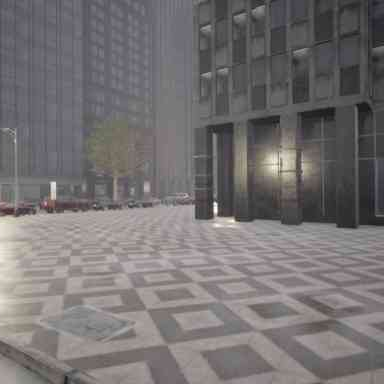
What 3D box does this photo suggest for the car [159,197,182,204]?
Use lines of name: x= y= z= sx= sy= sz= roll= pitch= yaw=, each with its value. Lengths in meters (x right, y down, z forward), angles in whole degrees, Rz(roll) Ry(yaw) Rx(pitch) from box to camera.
car: x=-3.982 y=1.573 z=62.631 sx=1.947 sy=1.339 sz=4.313 roll=-1 pitch=0 yaw=35

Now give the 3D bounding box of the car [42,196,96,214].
car: x=-12.992 y=1.290 z=34.582 sx=2.192 sy=1.841 sz=5.009 roll=-1 pitch=0 yaw=35

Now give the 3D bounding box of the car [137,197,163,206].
car: x=-7.284 y=1.544 z=57.849 sx=1.752 sy=1.417 sz=4.829 roll=-1 pitch=0 yaw=35

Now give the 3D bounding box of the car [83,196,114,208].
car: x=-13.597 y=1.484 z=48.708 sx=1.967 sy=1.590 sz=4.097 roll=-1 pitch=0 yaw=35

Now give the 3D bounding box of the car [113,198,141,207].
car: x=-10.391 y=1.612 z=53.349 sx=1.802 sy=1.307 sz=4.206 roll=-1 pitch=0 yaw=35

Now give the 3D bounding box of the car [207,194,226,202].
car: x=5.628 y=1.295 z=76.554 sx=2.192 sy=1.841 sz=5.009 roll=-1 pitch=0 yaw=35

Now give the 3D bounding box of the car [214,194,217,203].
car: x=3.026 y=1.221 z=57.782 sx=2.192 sy=1.841 sz=5.009 roll=-1 pitch=0 yaw=35

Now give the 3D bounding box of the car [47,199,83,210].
car: x=-16.799 y=1.641 z=44.067 sx=1.802 sy=1.307 sz=4.206 roll=-1 pitch=0 yaw=35

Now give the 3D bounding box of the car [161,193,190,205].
car: x=-2.865 y=1.199 z=59.240 sx=2.150 sy=2.045 sz=5.566 roll=-1 pitch=-1 yaw=35

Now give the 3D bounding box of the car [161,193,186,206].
car: x=-2.442 y=1.440 z=54.465 sx=2.128 sy=1.511 sz=4.902 roll=-1 pitch=0 yaw=35

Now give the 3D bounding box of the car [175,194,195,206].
car: x=-0.176 y=1.461 z=53.141 sx=1.887 sy=1.381 sz=4.507 roll=-1 pitch=0 yaw=35

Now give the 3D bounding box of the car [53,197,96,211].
car: x=-14.798 y=1.506 z=42.114 sx=1.882 sy=1.535 sz=5.008 roll=-1 pitch=0 yaw=35

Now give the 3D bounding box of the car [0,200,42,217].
car: x=-16.194 y=1.576 z=29.940 sx=1.802 sy=1.307 sz=4.206 roll=-1 pitch=0 yaw=35

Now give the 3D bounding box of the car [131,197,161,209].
car: x=-6.583 y=1.508 z=43.860 sx=1.947 sy=1.339 sz=4.313 roll=-1 pitch=0 yaw=35

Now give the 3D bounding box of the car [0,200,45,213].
car: x=-20.003 y=1.642 z=39.427 sx=1.947 sy=1.339 sz=4.313 roll=-1 pitch=0 yaw=35

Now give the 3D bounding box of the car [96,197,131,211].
car: x=-9.786 y=1.524 z=39.221 sx=1.947 sy=1.339 sz=4.313 roll=-1 pitch=0 yaw=35

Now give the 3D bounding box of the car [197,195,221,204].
car: x=3.238 y=1.422 z=62.781 sx=2.128 sy=1.511 sz=4.902 roll=-1 pitch=0 yaw=35
